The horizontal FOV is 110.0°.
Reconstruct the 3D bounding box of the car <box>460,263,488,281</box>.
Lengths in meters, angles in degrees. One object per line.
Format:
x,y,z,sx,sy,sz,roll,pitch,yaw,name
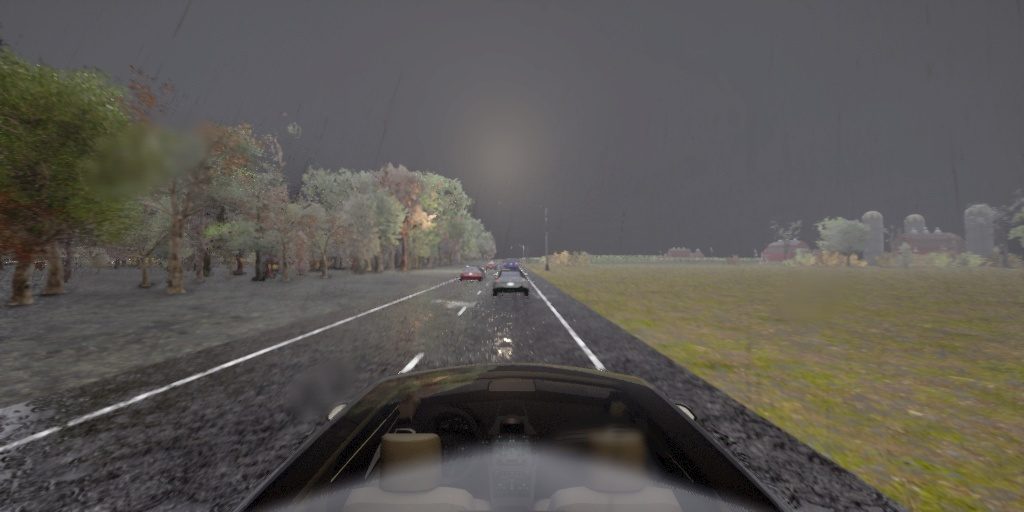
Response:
-3.595,1.545,33.185,1.994,1.385,4.181,0,0,0,car

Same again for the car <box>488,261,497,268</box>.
-3.656,1.697,63.666,1.812,1.442,4.674,0,-1,0,car

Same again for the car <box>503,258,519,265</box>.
-0.134,1.304,52.605,2.150,2.045,5.566,0,-1,0,car

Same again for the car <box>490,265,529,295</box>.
-0.073,1.444,20.672,1.994,1.385,4.181,0,0,0,car
